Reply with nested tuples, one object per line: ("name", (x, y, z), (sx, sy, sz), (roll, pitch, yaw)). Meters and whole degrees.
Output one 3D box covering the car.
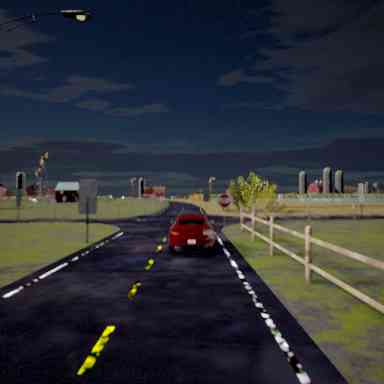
("car", (0.000, 1.665, 14.389), (1.812, 1.442, 4.674), (0, 0, 0))
